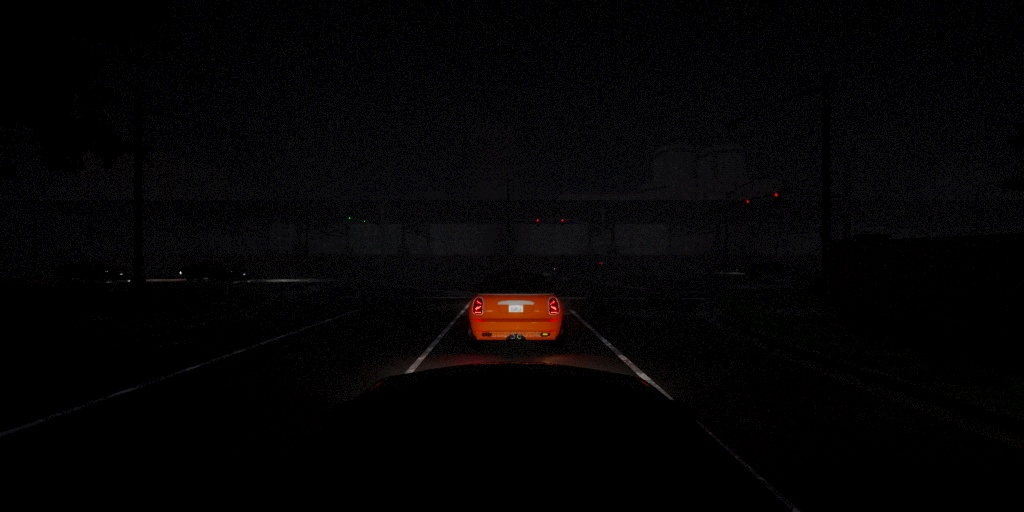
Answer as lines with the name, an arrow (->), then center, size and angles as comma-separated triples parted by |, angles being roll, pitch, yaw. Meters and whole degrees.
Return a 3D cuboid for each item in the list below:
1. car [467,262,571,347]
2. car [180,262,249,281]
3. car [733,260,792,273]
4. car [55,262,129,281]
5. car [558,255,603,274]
car -> 0.081, 1.103, 9.502 | 2.097, 1.767, 4.553 | 0, 0, 0
car -> -24.460, 1.242, 29.537 | 4.902, 1.511, 2.128 | 0, 0, 1
car -> 27.158, 1.121, 38.939 | 5.357, 1.411, 2.033 | -1, 0, 1
car -> -34.853, 1.242, 29.842 | 4.902, 1.511, 2.128 | 0, 0, 2
car -> 7.103, 0.953, 39.442 | 5.566, 2.045, 2.150 | 0, 0, 1
